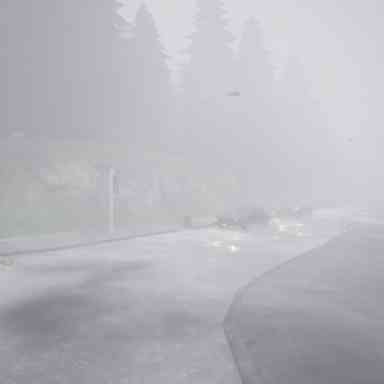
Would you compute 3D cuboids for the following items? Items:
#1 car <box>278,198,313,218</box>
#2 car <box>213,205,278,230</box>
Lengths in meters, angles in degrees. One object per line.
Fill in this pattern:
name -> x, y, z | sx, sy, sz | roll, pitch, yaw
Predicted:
car -> 9.235, 1.348, 29.816 | 2.097, 1.767, 4.553 | 0, 0, 36
car -> 3.452, 1.543, 21.728 | 2.033, 1.411, 5.357 | 0, 0, 36
